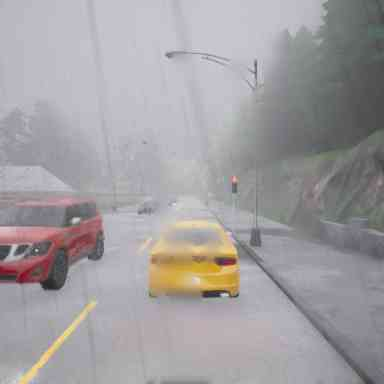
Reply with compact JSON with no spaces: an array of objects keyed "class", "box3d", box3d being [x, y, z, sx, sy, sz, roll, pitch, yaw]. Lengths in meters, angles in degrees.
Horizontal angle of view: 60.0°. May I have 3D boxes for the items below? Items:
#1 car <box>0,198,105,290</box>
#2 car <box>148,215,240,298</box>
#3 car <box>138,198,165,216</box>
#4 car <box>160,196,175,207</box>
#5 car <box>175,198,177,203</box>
[{"class":"car","box3d":[-4.096,1.221,9.424,2.150,2.045,5.566,0,0,0]},{"class":"car","box3d":[0.056,1.478,8.569,1.882,1.535,5.008,0,0,1]},{"class":"car","box3d":[-4.088,1.564,32.721,1.994,1.385,4.181,0,0,0]},{"class":"car","box3d":[-4.076,1.356,49.539,2.097,1.767,4.553,0,0,0]},{"class":"car","box3d":[-4.001,1.563,66.164,1.994,1.385,4.181,0,0,1]}]
